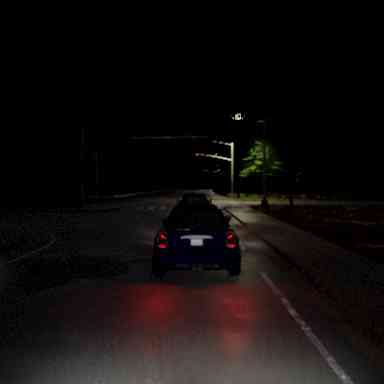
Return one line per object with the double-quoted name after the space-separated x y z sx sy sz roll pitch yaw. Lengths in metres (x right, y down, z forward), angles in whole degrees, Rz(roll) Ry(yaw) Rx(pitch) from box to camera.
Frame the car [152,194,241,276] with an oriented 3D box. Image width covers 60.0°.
0.111 1.103 9.669 2.097 1.767 4.553 0 1 0 "car"
